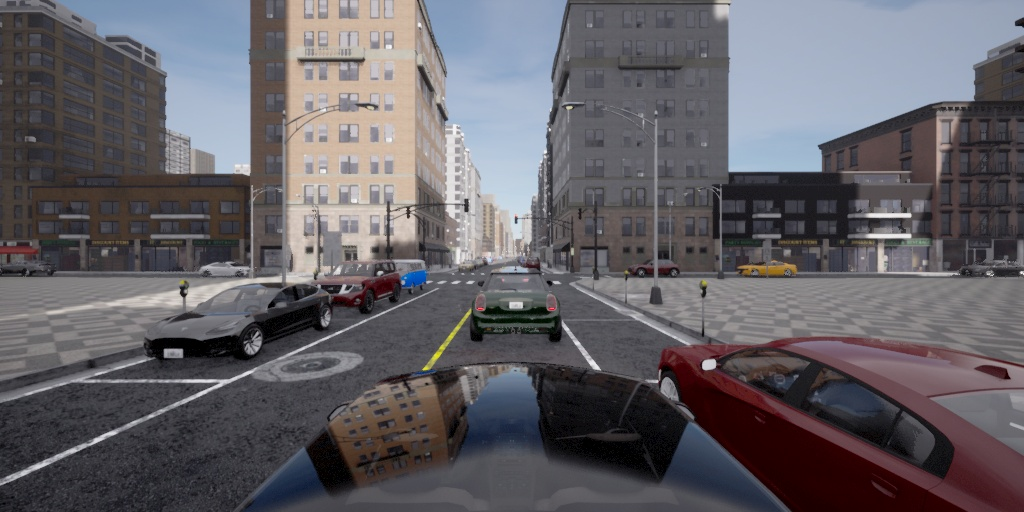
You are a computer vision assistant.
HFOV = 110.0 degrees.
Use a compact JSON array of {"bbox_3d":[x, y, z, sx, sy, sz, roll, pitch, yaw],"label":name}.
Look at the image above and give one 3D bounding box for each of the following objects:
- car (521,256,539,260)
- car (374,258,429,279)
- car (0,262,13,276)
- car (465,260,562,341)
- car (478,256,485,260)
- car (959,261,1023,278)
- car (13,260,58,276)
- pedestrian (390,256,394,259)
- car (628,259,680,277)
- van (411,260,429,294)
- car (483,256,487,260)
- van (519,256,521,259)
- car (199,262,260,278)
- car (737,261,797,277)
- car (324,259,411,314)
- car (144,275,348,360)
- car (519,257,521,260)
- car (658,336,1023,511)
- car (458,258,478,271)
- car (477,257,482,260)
[{"bbox_3d":[2.625,1.001,46.669,2.192,1.841,5.009,0,0,0],"label":"car"},{"bbox_3d":[-9.837,1.057,32.245,4.553,1.767,2.097,0,0,-10],"label":"car"},{"bbox_3d":[-48.600,1.184,31.976,4.902,1.511,2.128,0,0,1],"label":"car"},{"bbox_3d":[0.090,1.102,10.005,2.097,1.767,4.553,0,0,0],"label":"car"},{"bbox_3d":[-5.912,1.181,57.828,1.751,1.417,4.829,0,0,0],"label":"car"},{"bbox_3d":[45.279,1.239,33.708,4.892,1.490,1.837,0,0,1],"label":"car"},{"bbox_3d":[-47.586,1.184,35.045,4.902,1.511,2.128,0,0,1],"label":"car"},{"bbox_3d":[-12.586,0.845,37.629,0.375,1.860,0.375,0,0,1],"label":"pedestrian"},{"bbox_3d":[13.427,1.059,34.229,4.553,1.767,2.097,0,0,1],"label":"car"},{"bbox_3d":[-5.875,1.088,19.670,1.690,1.789,3.998,0,0,0],"label":"van"},{"bbox_3d":[-5.918,1.165,63.483,1.751,1.417,4.829,0,0,0],"label":"car"},{"bbox_3d":[2.608,0.981,63.639,1.690,1.789,3.998,0,0,0],"label":"van"},{"bbox_3d":[-24.844,1.234,31.569,4.674,1.442,1.812,0,0,1],"label":"car"},{"bbox_3d":[24.108,1.190,34.069,5.008,1.535,1.882,0,0,1],"label":"car"},{"bbox_3d":[-5.870,1.064,14.029,2.192,1.841,5.009,0,0,0],"label":"car"},{"bbox_3d":[-5.864,1.315,8.388,1.948,1.339,4.313,0,0,0],"label":"car"},{"bbox_3d":[2.613,1.201,57.981,1.888,1.381,4.507,0,0,0],"label":"car"},{"bbox_3d":[2.667,1.295,2.731,1.888,1.381,4.507,0,0,0],"label":"car"},{"bbox_3d":[-5.901,1.211,46.518,1.751,1.417,4.829,0,0,0],"label":"car"},{"bbox_3d":[-5.907,1.237,52.343,1.948,1.339,4.313,0,0,0],"label":"car"}]
